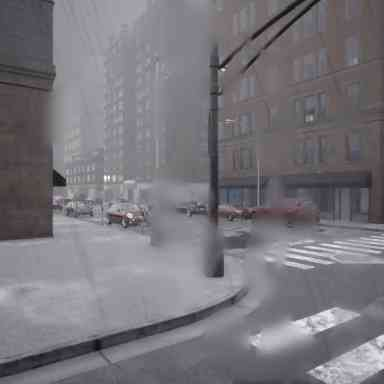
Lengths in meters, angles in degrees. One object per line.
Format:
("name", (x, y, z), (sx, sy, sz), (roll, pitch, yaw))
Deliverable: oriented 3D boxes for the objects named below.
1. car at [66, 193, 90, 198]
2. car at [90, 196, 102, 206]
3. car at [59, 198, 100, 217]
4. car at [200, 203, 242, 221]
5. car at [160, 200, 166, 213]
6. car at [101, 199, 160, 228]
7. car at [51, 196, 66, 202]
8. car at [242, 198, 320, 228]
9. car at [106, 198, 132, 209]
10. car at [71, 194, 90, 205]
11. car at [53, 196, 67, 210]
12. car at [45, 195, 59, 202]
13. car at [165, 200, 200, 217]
("car", (-18.187, 1.176, 51.781), (2.150, 2.045, 5.566), (0, 0, -35))
("car", (-15.977, 1.457, 53.936), (1.837, 1.490, 4.892), (0, 0, -35))
("car", (-10.465, 1.530, 30.799), (2.008, 1.369, 4.403), (0, 0, -35))
("car", (2.853, 1.571, 26.693), (1.802, 1.307, 4.206), (0, 0, -35))
("car", (-3.507, 1.529, 35.726), (2.008, 1.369, 4.403), (0, 0, -35))
("car", (-4.103, 1.430, 21.763), (1.967, 1.590, 4.097), (0, 0, -35))
("car", (-28.947, 1.478, 71.857), (2.008, 1.369, 4.403), (0, 0, -35))
("car", (6.033, 1.309, 22.176), (2.192, 1.841, 5.009), (0, 0, -35))
("car", (-9.867, 1.532, 44.759), (1.947, 1.339, 4.313), (0, 0, -35))
("car", (-20.017, 1.298, 59.616), (2.097, 1.767, 4.553), (0, 0, -35))
("car", (-16.827, 1.511, 39.835), (1.887, 1.381, 4.507), (0, 0, -35))
("car", (-32.127, 1.471, 76.374), (2.008, 1.369, 4.403), (0, 0, -35))
("car", (-0.327, 1.550, 31.209), (1.947, 1.339, 4.313), (0, 0, -35))
